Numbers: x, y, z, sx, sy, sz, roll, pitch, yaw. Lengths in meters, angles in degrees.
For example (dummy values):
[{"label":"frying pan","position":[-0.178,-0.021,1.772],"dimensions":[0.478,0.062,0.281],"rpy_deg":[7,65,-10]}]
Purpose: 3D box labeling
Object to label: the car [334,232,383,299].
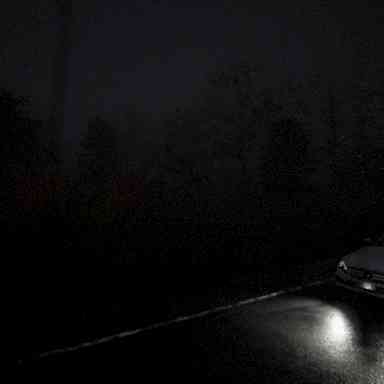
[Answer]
[{"label":"car","position":[5.267,1.530,7.734],"dimensions":[4.674,1.442,1.812],"rpy_deg":[0,0,-35]}]
